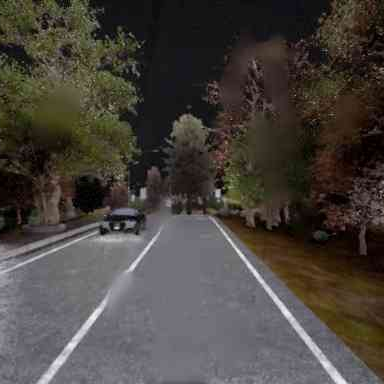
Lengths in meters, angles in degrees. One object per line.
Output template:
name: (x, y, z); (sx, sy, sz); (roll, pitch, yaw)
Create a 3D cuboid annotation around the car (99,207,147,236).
car: (-3.617, 1.533, 18.069); (1.994, 1.385, 4.181); (0, 0, 0)

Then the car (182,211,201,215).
car: (-0.163, 5.861, 89.644); (5.357, 1.411, 2.033); (0, -5, 12)
